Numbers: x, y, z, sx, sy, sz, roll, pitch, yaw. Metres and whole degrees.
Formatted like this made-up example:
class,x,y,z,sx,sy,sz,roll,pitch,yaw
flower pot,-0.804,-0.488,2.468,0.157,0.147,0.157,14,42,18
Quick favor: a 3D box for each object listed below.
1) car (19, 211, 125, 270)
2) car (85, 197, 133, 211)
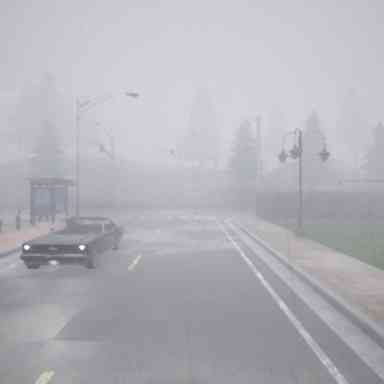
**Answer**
class,x,y,z,sx,sy,sz,roll,pitch,yaw
car,-3.578,1.510,10.821,1.895,1.301,4.718,0,0,0
car,-8.558,1.218,34.375,4.902,1.511,2.128,0,0,5
